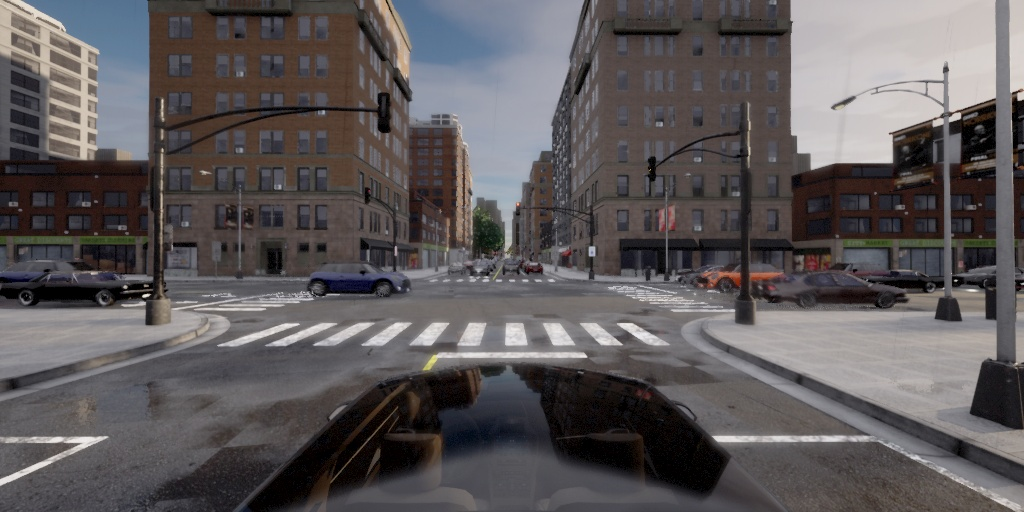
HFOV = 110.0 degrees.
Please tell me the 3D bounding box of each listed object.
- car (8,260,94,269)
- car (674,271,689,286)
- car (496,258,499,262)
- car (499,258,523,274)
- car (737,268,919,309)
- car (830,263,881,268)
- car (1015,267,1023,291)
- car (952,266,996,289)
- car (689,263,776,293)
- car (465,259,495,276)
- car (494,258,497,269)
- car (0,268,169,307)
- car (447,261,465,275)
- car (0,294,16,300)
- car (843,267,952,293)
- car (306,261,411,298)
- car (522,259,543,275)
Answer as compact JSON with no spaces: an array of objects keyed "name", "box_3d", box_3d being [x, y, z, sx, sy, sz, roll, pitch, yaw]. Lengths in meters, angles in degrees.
[{"name":"car","box_3d":[-21.689,1.002,17.406,4.553,1.767,2.097,0,0,0]},{"name":"car","box_3d":[13.691,1.347,24.398,4.902,1.511,2.128,0,0,0]},{"name":"car","box_3d":[-3.487,1.320,57.744,1.837,1.490,4.892,0,0,0]},{"name":"car","box_3d":[-0.128,1.273,41.667,2.128,1.511,4.902,0,0,-1]},{"name":"car","box_3d":[12.474,1.318,14.422,5.357,1.411,2.033,0,0,-1]},{"name":"car","box_3d":[22.885,1.248,24.453,4.553,1.767,2.097,0,0,-1]},{"name":"car","box_3d":[32.316,1.477,21.271,4.181,1.385,1.994,0,0,-1]},{"name":"car","box_3d":[32.769,1.446,24.524,4.892,1.490,1.837,0,0,0]},{"name":"car","box_3d":[13.391,1.180,21.130,4.553,1.767,2.097,0,0,0]},{"name":"car","box_3d":[-3.268,1.267,37.559,2.128,1.511,4.902,0,0,0]},{"name":"car","box_3d":[-3.376,1.339,47.363,2.033,1.411,5.357,0,0,-1]},{"name":"car","box_3d":[-16.666,1.245,14.185,4.718,1.301,1.895,0,0,0]},{"name":"car","box_3d":[-6.064,1.328,39.814,2.007,1.370,4.403,0,0,-1]},{"name":"car","box_3d":[-5.855,1.190,1.453,1.967,1.591,4.097,0,0,0]},{"name":"car","box_3d":[22.377,1.469,21.199,4.718,1.301,1.895,0,0,-1]},{"name":"car","box_3d":[-7.341,1.062,17.518,4.553,1.767,2.097,0,0,0]},{"name":"car","box_3d":[2.461,1.323,39.907,1.888,1.381,4.507,0,0,-1]}]
